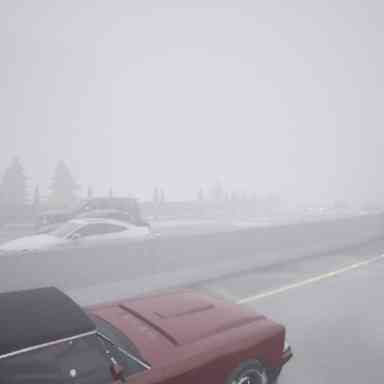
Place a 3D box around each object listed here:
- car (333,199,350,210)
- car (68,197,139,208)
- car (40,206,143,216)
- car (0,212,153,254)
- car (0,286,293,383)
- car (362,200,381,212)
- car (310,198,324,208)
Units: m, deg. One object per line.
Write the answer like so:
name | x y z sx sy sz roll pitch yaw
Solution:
car | 20.959 1.679 46.607 1.882 1.535 5.008 0 0 25
car | -5.271 1.301 17.828 5.566 2.045 2.150 0 0 -40
car | -4.085 1.569 14.346 4.892 1.490 1.837 0 0 -39
car | -3.386 1.573 10.421 4.674 1.442 1.812 0 0 -39
car | -1.239 1.615 2.989 4.718 1.301 1.895 0 0 -36
car | 22.615 1.706 42.003 1.812 1.442 4.674 0 0 27
car | 19.762 1.753 52.598 1.812 1.442 4.674 0 0 22
